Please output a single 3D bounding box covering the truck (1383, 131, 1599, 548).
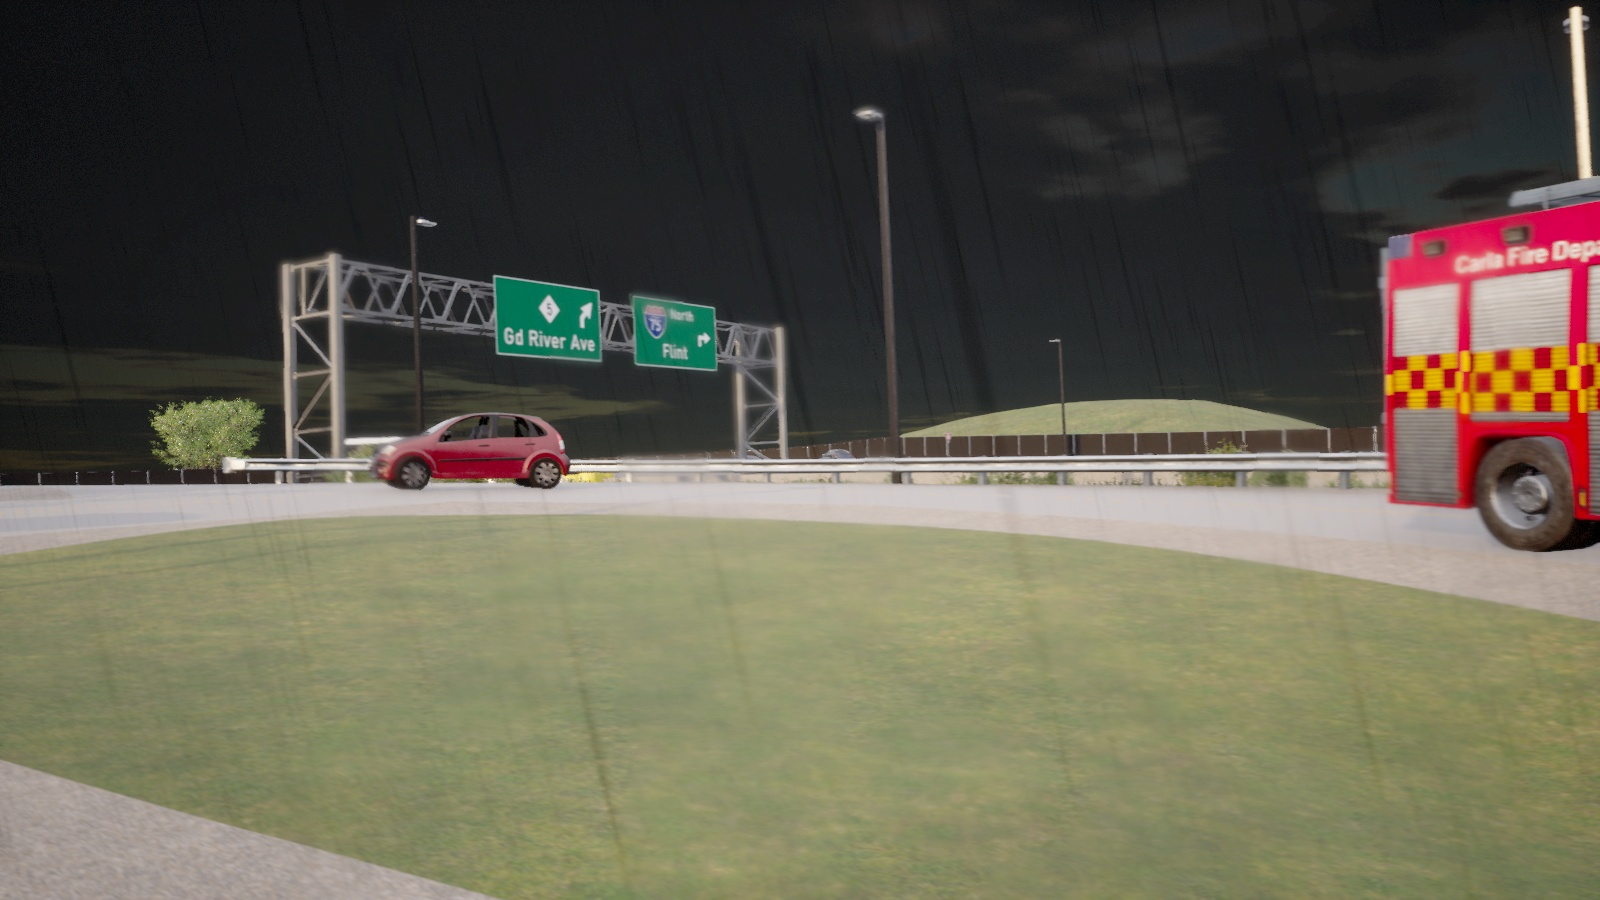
[{"bbox_3d":[9.300,-1.053,10.395,2.891,3.827,8.468,-3,2,-19],"label":"truck"}]

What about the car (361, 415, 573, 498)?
[{"bbox_3d":[-6.972,0.106,26.333,3.988,1.617,1.851,-1,0,-26],"label":"car"}]
